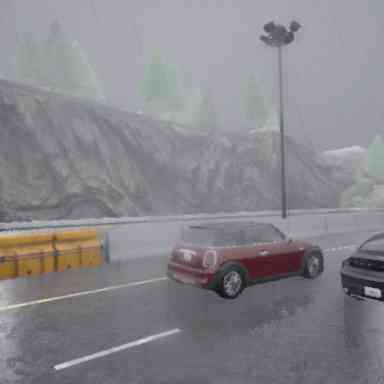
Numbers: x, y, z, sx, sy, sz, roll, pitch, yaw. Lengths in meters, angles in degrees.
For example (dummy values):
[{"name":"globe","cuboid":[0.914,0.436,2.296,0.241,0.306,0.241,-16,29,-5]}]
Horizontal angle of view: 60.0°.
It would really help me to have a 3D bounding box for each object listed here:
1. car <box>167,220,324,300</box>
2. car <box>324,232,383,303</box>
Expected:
[{"name":"car","cuboid":[1.630,1.584,9.261,4.553,1.767,2.097,0,-2,-35]},{"name":"car","cuboid":[5.367,1.617,7.609,4.892,1.490,1.837,0,-2,-35]}]
